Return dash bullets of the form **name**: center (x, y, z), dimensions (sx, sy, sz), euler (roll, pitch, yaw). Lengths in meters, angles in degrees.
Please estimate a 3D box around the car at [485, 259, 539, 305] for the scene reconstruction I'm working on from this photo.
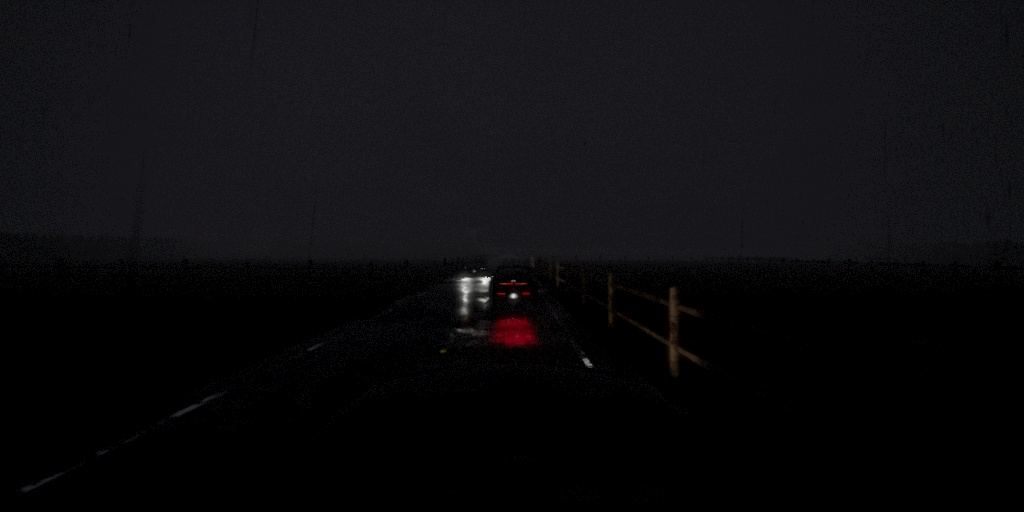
- **car**: center (0.054, 1.069, 14.751), dimensions (1.837, 1.490, 4.892), euler (0, 1, 0)

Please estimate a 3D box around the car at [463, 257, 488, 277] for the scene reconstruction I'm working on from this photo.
- **car**: center (-2.819, 0.858, 29.249), dimensions (1.837, 1.490, 4.892), euler (0, 1, 0)
